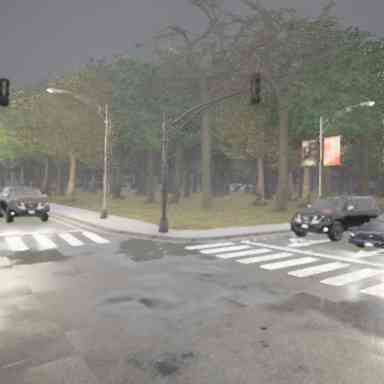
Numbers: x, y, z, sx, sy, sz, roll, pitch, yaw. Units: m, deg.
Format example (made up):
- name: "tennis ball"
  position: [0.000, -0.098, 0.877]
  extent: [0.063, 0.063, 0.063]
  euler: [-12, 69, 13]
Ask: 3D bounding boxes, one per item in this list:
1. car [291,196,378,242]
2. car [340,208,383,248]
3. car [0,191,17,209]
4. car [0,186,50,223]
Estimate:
- name: "car"
  position: [7.474, 1.242, 16.992]
  extent: [5.566, 2.045, 2.150]
  euler: [0, 0, -35]
- name: "car"
  position: [8.736, 1.566, 13.905]
  extent: [5.357, 1.411, 2.033]
  euler: [0, 0, -36]
- name: "car"
  position: [-17.244, 0.703, 29.965]
  extent: [1.994, 1.385, 4.181]
  euler: [2, 1, -36]
- name: "car"
  position: [-10.465, 0.680, 20.625]
  extent: [2.150, 2.045, 5.566]
  euler: [2, 1, -36]
